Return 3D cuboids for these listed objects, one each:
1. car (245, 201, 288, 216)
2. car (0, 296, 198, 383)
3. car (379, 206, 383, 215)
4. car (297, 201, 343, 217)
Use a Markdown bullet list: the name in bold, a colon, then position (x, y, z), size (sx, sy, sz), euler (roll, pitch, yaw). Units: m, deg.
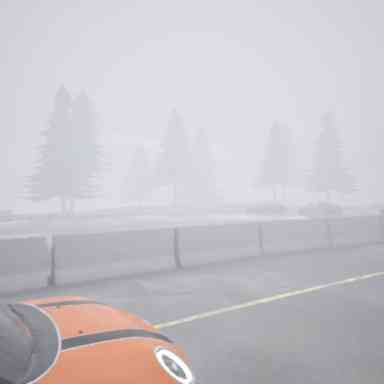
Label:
- **car**: position (7.183, 1.521, 32.039), size (4.181, 1.385, 1.994), euler (0, 0, -26)
- **car**: position (-2.111, 1.354, 2.119), size (4.553, 1.767, 2.097), euler (0, 0, -36)
- **car**: position (18.983, 1.438, 29.680), size (4.902, 1.511, 2.128), euler (0, 0, -22)
- **car**: position (11.678, 1.518, 30.292), size (4.181, 1.385, 1.994), euler (0, 0, -25)
